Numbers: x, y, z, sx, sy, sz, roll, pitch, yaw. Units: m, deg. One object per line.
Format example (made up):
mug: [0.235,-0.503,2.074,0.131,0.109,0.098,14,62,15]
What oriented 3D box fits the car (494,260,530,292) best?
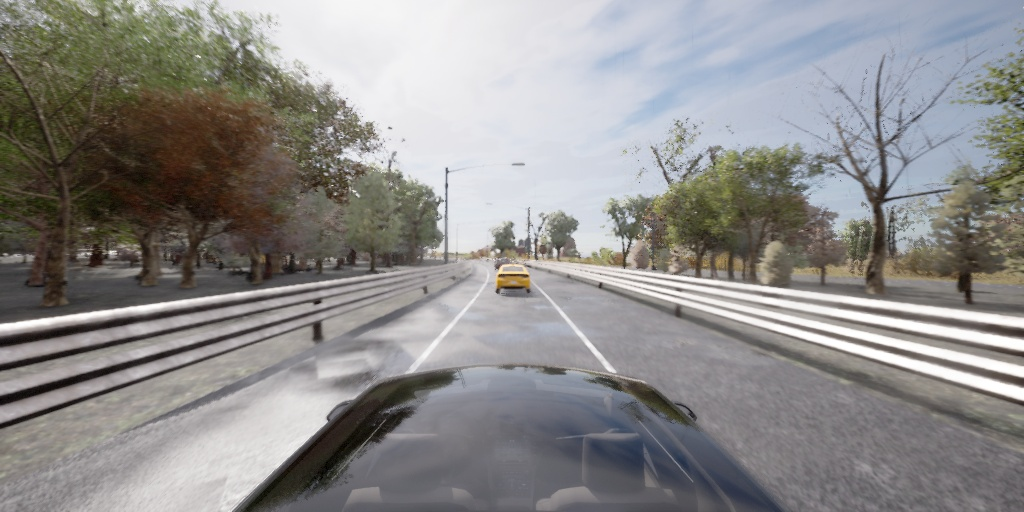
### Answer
car: [0.028,1.234,21.187,1.882,1.535,5.008,0,0,-1]

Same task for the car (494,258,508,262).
car: [-1.279,1.087,46.686,2.097,1.767,4.553,0,0,-5]
